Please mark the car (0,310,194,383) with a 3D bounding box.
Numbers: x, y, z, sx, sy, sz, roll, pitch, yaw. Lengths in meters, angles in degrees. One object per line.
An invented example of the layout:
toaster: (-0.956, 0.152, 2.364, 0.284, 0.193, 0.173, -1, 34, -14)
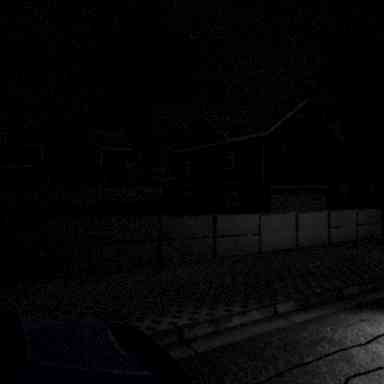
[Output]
car: (-1.944, 1.564, 1.878, 4.181, 1.385, 1.994, 0, 0, -32)
